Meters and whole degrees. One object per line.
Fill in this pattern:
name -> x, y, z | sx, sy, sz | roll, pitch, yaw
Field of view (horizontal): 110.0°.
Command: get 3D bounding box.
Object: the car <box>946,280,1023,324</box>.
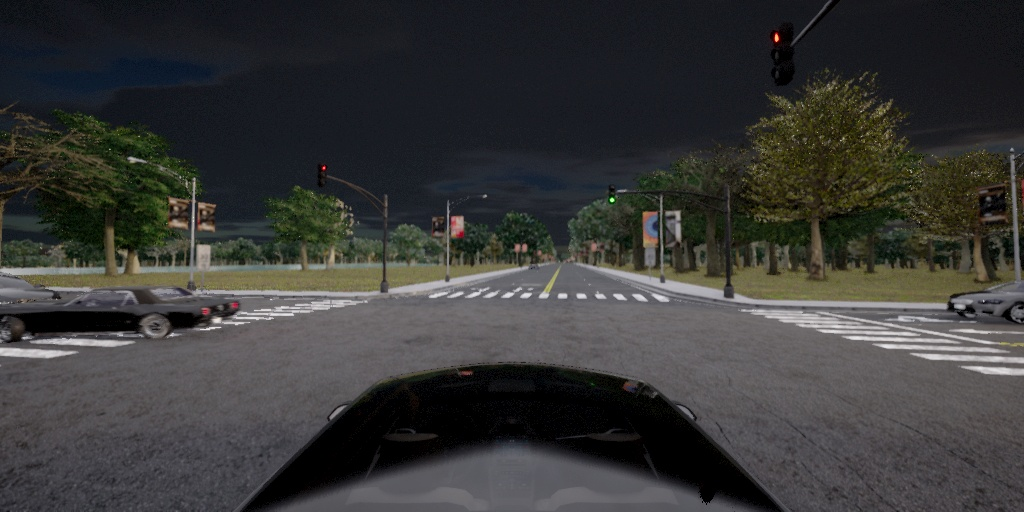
car -> 19.100, 1.625, 12.993 | 4.902, 1.511, 2.128 | 0, -2, 9

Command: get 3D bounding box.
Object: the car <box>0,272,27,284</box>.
car -> -17.578, 1.351, 11.824 | 4.892, 1.490, 1.837 | 0, -2, 9

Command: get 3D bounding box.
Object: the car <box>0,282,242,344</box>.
car -> -10.176, 1.433, 9.358 | 4.718, 1.301, 1.895 | 1, -1, -10
